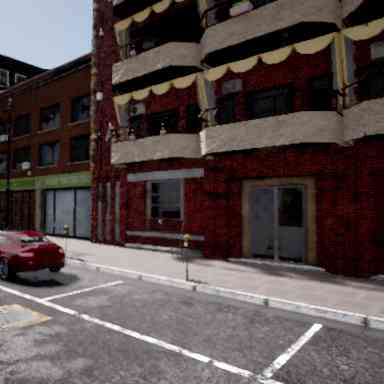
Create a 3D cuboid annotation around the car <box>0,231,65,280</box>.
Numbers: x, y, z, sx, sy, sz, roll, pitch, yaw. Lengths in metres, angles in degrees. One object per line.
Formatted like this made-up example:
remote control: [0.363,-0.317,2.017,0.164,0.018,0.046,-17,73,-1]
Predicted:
car: [-5.811,1.923,10.898,4.206,1.307,1.802,-1,-3,37]
